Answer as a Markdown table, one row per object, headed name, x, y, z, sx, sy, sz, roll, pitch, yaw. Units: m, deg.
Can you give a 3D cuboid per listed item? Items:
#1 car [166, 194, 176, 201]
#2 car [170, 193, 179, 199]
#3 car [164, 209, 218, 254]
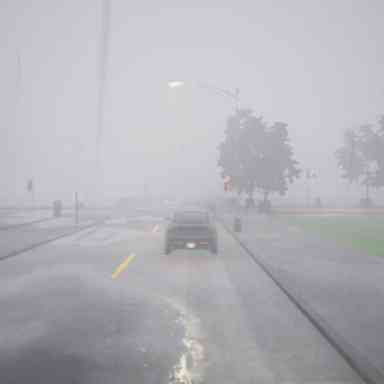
| name | x | y | z | sx | sy | sz | roll | pitch | yaw |
| --- | --- | --- | --- | --- | --- | --- | --- | --- | --- |
| car | -4.381 | 1.136 | 69.400 | 1.895 | 1.301 | 4.718 | 0 | 0 | 0 |
| car | -4.467 | 0.974 | 85.093 | 1.994 | 1.385 | 4.181 | 0 | 0 | 0 |
| car | -0.024 | 1.419 | 13.029 | 1.837 | 1.490 | 4.892 | 0 | 1 | 0 |
